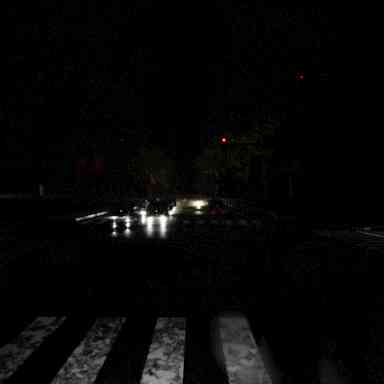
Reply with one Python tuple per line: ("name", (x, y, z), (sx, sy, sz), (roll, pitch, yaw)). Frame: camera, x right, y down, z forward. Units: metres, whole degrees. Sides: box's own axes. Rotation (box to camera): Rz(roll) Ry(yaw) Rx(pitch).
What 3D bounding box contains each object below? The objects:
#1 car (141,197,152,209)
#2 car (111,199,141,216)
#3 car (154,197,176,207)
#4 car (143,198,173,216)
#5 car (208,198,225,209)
("car", (-6.570, 1.591, 42.214), (1.895, 1.301, 4.718), (0, 0, 0))
("car", (-6.499, 1.560, 32.379), (1.994, 1.385, 4.181), (0, 0, -1))
("car", (-3.312, 1.469, 41.215), (1.882, 1.535, 5.008), (0, 0, -1))
("car", (-3.243, 1.560, 32.250), (1.994, 1.385, 4.181), (0, 0, 0))
("car", (3.324, 1.514, 46.139), (1.812, 1.442, 4.674), (0, 0, 0))
